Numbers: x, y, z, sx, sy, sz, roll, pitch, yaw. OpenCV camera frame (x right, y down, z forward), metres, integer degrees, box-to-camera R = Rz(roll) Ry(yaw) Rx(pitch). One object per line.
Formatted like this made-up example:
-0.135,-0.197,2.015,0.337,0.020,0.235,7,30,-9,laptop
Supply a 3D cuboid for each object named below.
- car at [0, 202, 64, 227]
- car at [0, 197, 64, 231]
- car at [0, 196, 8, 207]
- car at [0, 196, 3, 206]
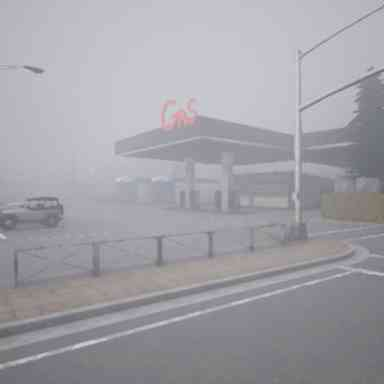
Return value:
-11.286,1.529,23.397,3.806,1.475,1.970,0,0,-36,car
-9.846,1.248,20.338,3.866,1.878,1.905,0,0,-36,car
-31.296,1.499,51.203,5.027,1.636,2.152,0,0,-36,car
-33.167,1.509,53.721,4.514,1.523,2.007,0,0,-36,car
